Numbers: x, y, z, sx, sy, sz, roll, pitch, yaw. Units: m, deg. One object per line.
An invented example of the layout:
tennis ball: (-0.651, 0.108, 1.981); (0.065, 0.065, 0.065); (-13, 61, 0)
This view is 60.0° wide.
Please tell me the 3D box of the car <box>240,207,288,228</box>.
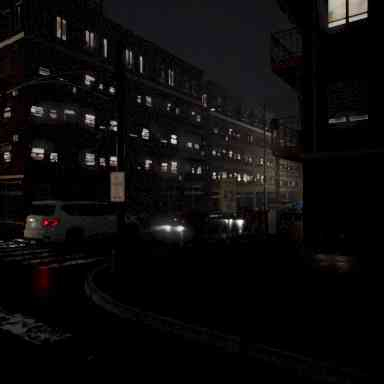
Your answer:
car: (5.712, 2.048, 26.167); (1.802, 1.307, 4.206); (-2, -2, 35)

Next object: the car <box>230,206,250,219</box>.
car: (5.537, 2.196, 35.955); (1.994, 1.385, 4.181); (0, -1, 34)

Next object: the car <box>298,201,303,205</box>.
car: (17.044, 2.257, 46.815); (2.097, 1.767, 4.553); (0, -1, 35)

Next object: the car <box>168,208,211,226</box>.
car: (-0.176, 2.014, 27.780); (1.994, 1.385, 4.181); (0, -1, 34)

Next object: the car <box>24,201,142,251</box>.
car: (-4.818, 1.430, 15.542); (2.150, 2.045, 5.566); (0, -1, 35)

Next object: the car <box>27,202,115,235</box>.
car: (-7.679, 1.604, 21.591); (2.192, 1.841, 5.009); (-1, -2, 35)

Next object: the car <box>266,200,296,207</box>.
car: (11.715, 2.050, 44.700); (2.150, 2.045, 5.566); (0, -1, 35)

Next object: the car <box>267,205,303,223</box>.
car: (8.969, 2.121, 30.826); (2.008, 1.369, 4.403); (-2, -2, 35)

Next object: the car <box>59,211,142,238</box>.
car: (-5.417, 1.885, 20.308); (1.895, 1.301, 4.718); (0, -1, 36)

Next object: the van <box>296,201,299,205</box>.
van: (18.377, 2.464, 58.855); (1.690, 1.788, 3.998); (-1, -2, 35)
